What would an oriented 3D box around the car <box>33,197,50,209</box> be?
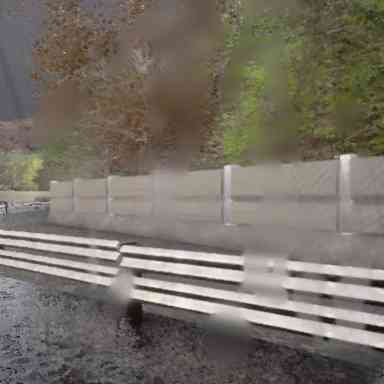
[{"bbox_3d":[-24.118,1.786,55.589,2.150,2.045,5.566,-1,0,13],"label":"car"}]
